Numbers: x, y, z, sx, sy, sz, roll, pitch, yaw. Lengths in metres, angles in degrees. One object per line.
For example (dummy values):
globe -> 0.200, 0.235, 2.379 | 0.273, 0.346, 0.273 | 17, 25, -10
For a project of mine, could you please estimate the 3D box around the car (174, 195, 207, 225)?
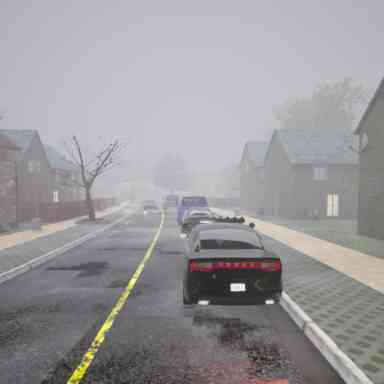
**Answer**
car -> 0.002, 1.263, 24.264 | 2.150, 2.045, 5.566 | 0, 0, -4

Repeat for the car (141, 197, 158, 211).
car -> -5.491, 1.693, 43.766 | 2.033, 1.411, 5.357 | 0, 0, -7

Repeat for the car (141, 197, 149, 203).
car -> -12.218, 2.042, 86.795 | 1.837, 1.490, 4.892 | 0, -1, -10

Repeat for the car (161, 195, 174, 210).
car -> -2.676, 1.356, 44.499 | 2.150, 2.045, 5.566 | 0, 0, -7

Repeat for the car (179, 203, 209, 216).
car -> 0.353, 1.545, 18.204 | 1.812, 1.442, 4.674 | 0, 0, -3

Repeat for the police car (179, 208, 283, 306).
police car -> 0.721, 1.425, 8.255 | 1.930, 1.638, 5.238 | 0, 0, -1

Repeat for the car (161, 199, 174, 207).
car -> -4.201, 1.814, 56.057 | 1.895, 1.301, 4.718 | 0, 0, -9
